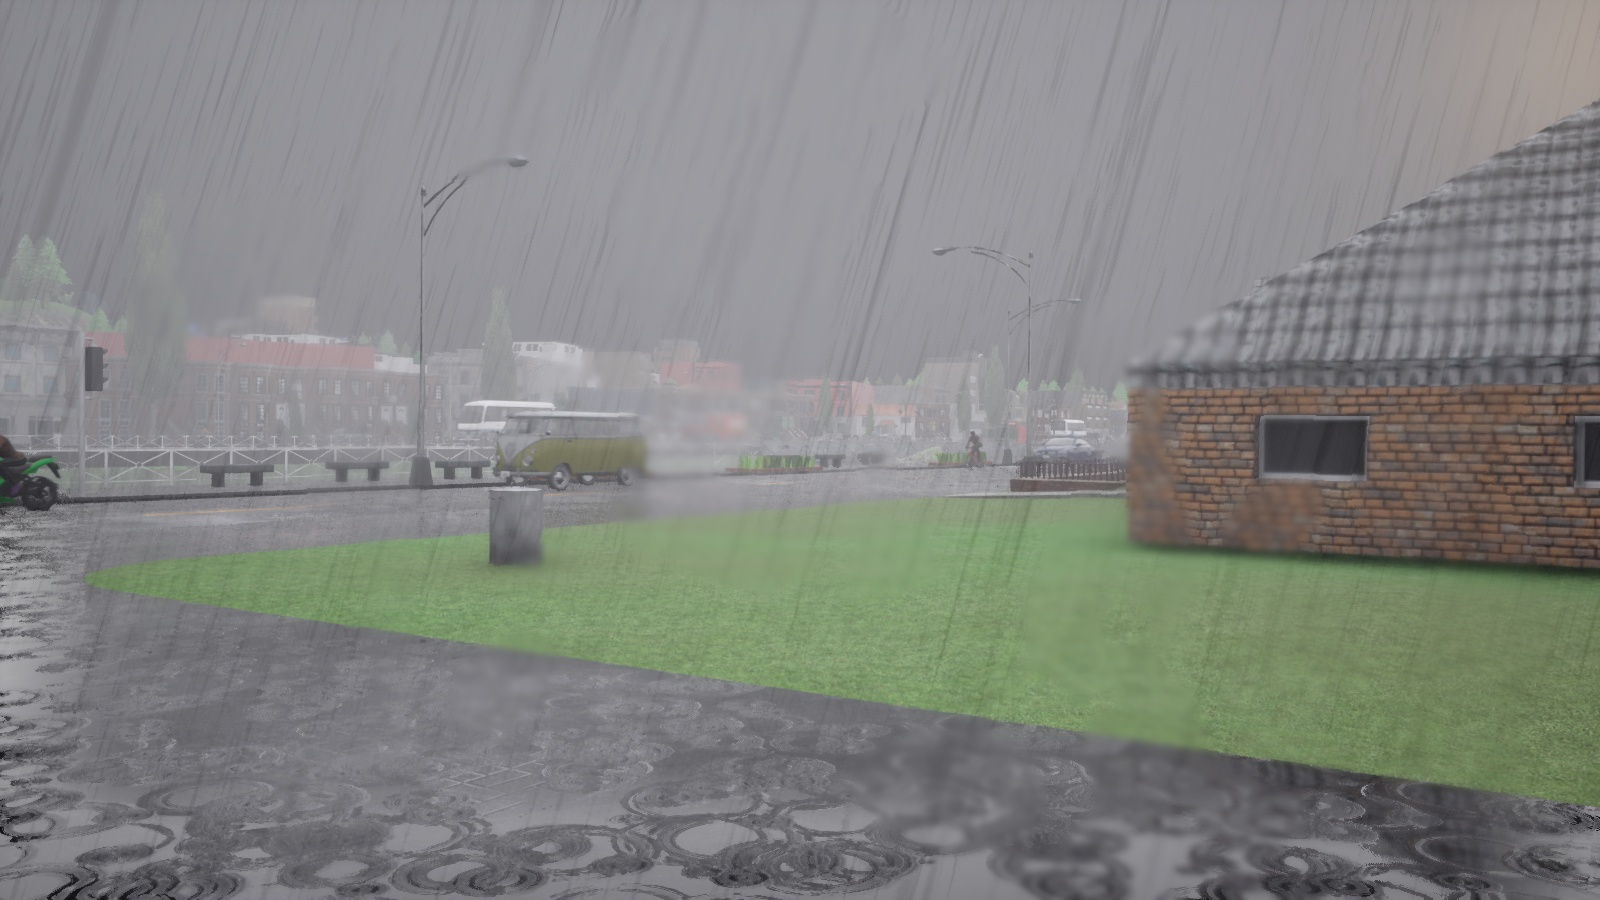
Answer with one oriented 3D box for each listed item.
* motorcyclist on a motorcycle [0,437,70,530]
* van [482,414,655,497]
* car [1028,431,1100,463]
[{"bbox_3d":[-13.453,0.549,20.943,0.797,1.523,2.044,0,1,34],"label":"motorcyclist on a motorcycle"},{"bbox_3d":[-5.876,0.096,32.353,1.775,1.987,4.442,0,1,34],"label":"van"},{"bbox_3d":[12.731,-0.182,60.372,1.812,1.442,4.674,0,1,34],"label":"car"}]
